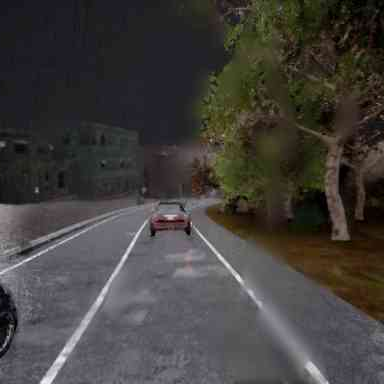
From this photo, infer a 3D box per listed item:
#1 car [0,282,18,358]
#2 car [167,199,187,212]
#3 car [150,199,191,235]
[{"bbox_3d":[-3.476,1.589,3.130,1.994,1.385,4.181,0,0,-2],"label":"car"},{"bbox_3d":[-1.708,1.504,39.201,1.895,1.301,4.718,0,0,3],"label":"car"},{"bbox_3d":[-1.241,1.330,18.905,2.097,1.767,4.553,-1,0,-4],"label":"car"}]
